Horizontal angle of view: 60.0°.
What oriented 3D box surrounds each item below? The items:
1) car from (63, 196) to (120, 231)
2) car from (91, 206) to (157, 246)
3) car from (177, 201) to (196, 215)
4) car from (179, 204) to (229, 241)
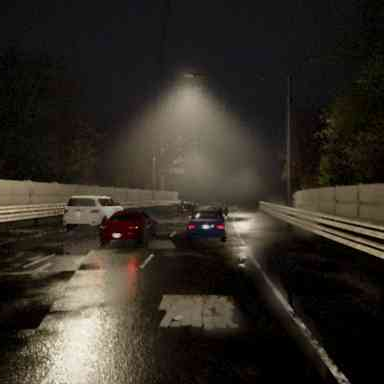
[{"bbox_3d":[-5.911,1.257,20.626,2.150,2.045,5.566,0,0,5],"label":"car"},{"bbox_3d":[-2.806,1.537,15.324,1.812,1.442,4.674,0,0,4],"label":"car"},{"bbox_3d":[-0.392,1.724,37.049,2.128,1.511,4.902,0,-1,9],"label":"car"},{"bbox_3d":[0.783,1.573,16.811,2.033,1.411,5.357,0,0,4],"label":"car"}]
